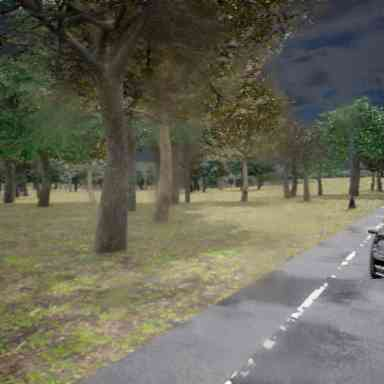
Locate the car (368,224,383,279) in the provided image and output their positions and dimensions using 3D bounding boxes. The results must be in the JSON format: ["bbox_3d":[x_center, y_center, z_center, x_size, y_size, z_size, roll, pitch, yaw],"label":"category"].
[{"bbox_3d":[6.072,1.383,9.081,2.128,1.511,4.902,0,1,34],"label":"car"}]
